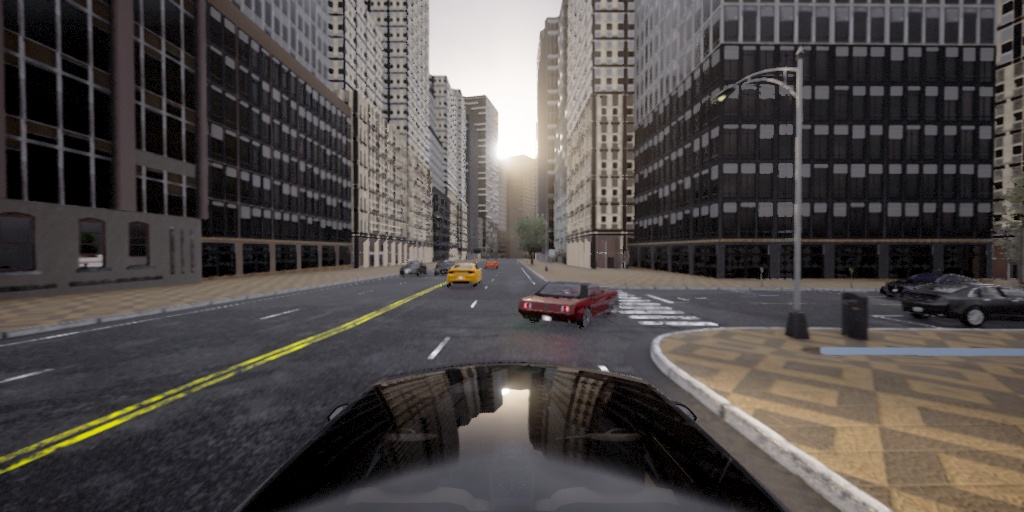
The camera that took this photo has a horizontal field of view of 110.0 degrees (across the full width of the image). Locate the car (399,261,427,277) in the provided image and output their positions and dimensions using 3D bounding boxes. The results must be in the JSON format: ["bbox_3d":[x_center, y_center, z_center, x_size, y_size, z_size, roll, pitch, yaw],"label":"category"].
[{"bbox_3d":[-9.847,1.272,36.099,2.128,1.511,4.902,0,0,0],"label":"car"}]

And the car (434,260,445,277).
[{"bbox_3d":[-6.597,1.344,36.438,1.994,1.385,4.181,0,0,0],"label":"car"}]

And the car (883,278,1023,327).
[{"bbox_3d":[15.913,1.587,12.173,4.403,1.370,2.007,0,0,-1],"label":"car"}]

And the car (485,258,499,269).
[{"bbox_3d":[-3.161,1.153,58.503,2.097,1.767,4.553,0,0,0],"label":"car"}]

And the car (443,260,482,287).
[{"bbox_3d":[-3.158,1.219,24.555,1.882,1.535,5.008,0,-1,0],"label":"car"}]

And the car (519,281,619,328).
[{"bbox_3d":[2.162,1.492,12.207,1.895,1.301,4.718,1,1,31],"label":"car"}]

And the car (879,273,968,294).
[{"bbox_3d":[21.376,1.564,18.147,4.181,1.385,1.994,1,1,-1],"label":"car"}]

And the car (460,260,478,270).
[{"bbox_3d":[-6.558,1.346,55.385,2.033,1.411,5.357,0,0,1],"label":"car"}]
